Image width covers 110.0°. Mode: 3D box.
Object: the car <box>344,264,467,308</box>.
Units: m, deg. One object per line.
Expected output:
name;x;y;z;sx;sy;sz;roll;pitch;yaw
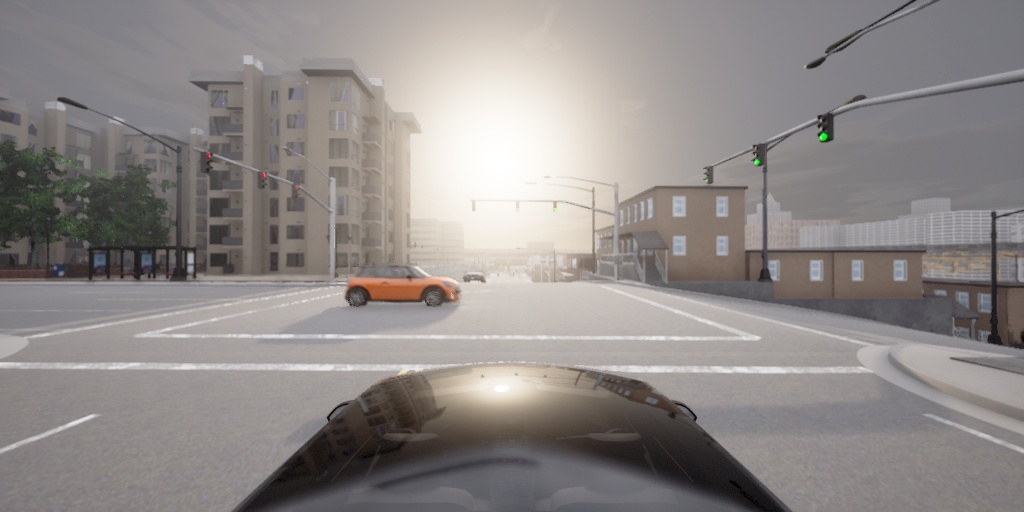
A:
car;-4.438;1.139;15.026;4.553;1.767;2.097;0;0;1

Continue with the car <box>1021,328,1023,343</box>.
car;24.161;3.657;14.707;4.892;1.490;1.837;11;0;0

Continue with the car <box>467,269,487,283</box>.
car;-3.598;1.957;35.042;1.812;1.442;4.674;0;-4;0
